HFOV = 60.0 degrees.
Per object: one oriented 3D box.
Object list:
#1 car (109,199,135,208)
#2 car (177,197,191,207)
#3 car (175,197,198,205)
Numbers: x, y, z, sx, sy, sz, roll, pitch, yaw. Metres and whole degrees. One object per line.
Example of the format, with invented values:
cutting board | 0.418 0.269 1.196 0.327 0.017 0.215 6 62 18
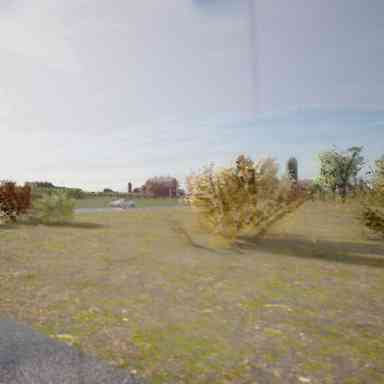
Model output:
car | -10.975 1.797 52.498 1.812 1.442 4.674 -1 -1 36
car | -0.289 1.854 61.177 1.882 1.535 5.008 -1 -1 37
car | -1.098 1.789 66.099 2.128 1.511 4.902 -1 -1 36
